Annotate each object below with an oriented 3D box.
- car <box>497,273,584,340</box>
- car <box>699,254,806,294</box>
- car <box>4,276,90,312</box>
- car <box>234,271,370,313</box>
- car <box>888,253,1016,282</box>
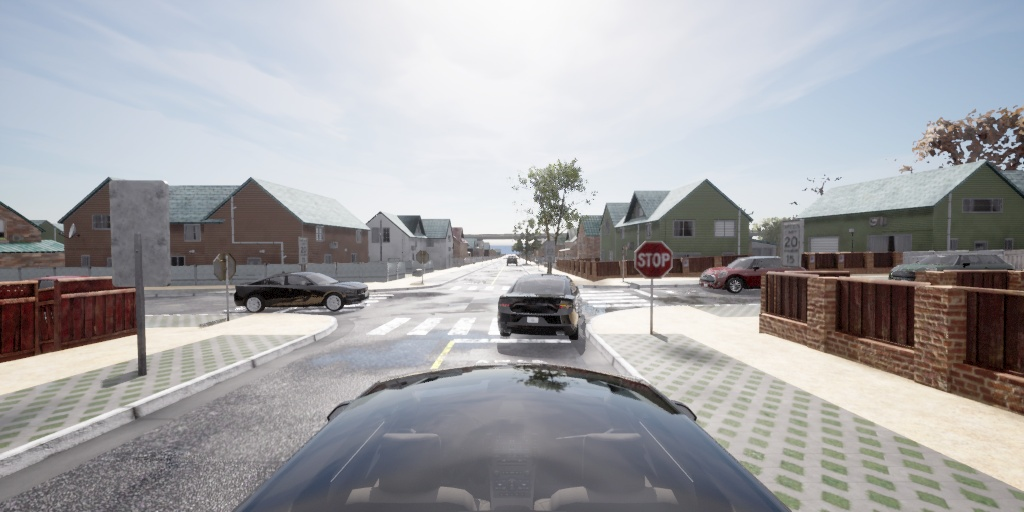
[{"bbox_3d":[0.961,1.225,10.125,1.882,1.535,5.008,0,0,12],"label":"car"},{"bbox_3d":[11.813,0.821,17.730,4.553,1.767,2.097,-1,2,0],"label":"car"},{"bbox_3d":[-18.016,1.547,14.596,5.008,1.535,1.882,-1,2,0],"label":"car"},{"bbox_3d":[-8.463,1.377,14.655,5.008,1.535,1.882,-1,2,0],"label":"car"},{"bbox_3d":[21.708,0.646,17.798,4.553,1.767,2.097,-1,2,0],"label":"car"}]
